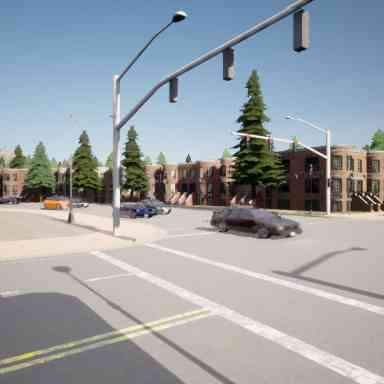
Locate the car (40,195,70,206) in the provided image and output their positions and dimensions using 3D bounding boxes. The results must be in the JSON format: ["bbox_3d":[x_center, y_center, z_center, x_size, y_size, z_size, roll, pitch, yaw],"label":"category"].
[{"bbox_3d":[-23.225,1.352,56.500,4.553,1.767,2.097,0,0,21],"label":"car"}]

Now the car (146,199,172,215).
[{"bbox_3d":[-3.917,1.490,33.033,2.128,1.511,4.902,0,0,-38],"label":"car"}]

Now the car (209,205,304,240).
[{"bbox_3d":[3.134,1.548,17.545,2.033,1.411,5.357,0,0,-35],"label":"car"}]

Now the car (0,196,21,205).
[{"bbox_3d":[-32.908,1.492,58.970,4.902,1.511,2.128,0,0,9],"label":"car"}]

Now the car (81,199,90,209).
[{"bbox_3d":[-15.937,1.492,44.900,4.902,1.511,2.128,0,0,33],"label":"car"}]

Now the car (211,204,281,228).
[{"bbox_3d":[3.621,1.601,23.156,1.895,1.301,4.718,0,0,-39],"label":"car"}]

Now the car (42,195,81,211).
[{"bbox_3d":[-16.209,1.351,40.821,4.553,1.767,2.097,0,0,35],"label":"car"}]

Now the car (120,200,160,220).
[{"bbox_3d":[-5.030,1.601,28.764,1.895,1.301,4.718,0,0,-37],"label":"car"}]
